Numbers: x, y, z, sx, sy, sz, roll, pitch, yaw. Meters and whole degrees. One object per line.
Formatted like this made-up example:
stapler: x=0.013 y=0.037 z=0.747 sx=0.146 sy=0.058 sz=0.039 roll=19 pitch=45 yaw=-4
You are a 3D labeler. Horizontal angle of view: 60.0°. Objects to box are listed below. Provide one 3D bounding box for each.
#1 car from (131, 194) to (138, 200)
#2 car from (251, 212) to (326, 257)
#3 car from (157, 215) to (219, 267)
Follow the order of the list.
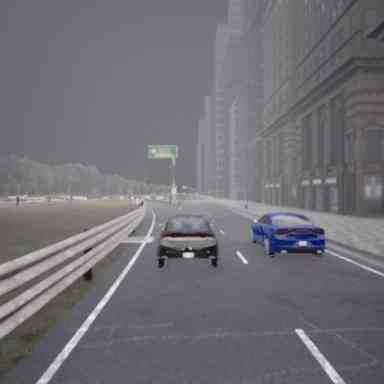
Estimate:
car: x=-16.208 y=1.426 z=91.427 sx=2.097 sy=1.767 sz=4.553 roll=0 pitch=0 yaw=-16
car: x=3.592 y=1.524 z=13.250 sx=1.882 sy=1.535 sz=5.008 roll=0 pitch=0 yaw=0
car: x=-0.184 y=1.529 z=11.552 sx=2.128 sy=1.511 sz=4.902 roll=0 pitch=0 yaw=-2
